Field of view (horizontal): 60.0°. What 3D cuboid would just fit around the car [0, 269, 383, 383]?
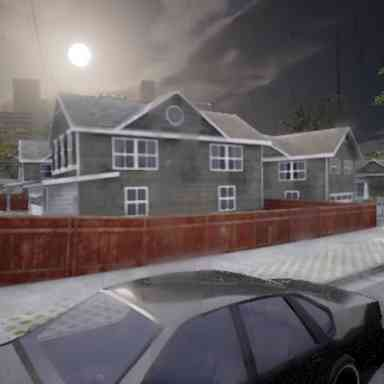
[{"bbox_3d":[-0.136,1.554,3.045,5.357,1.411,2.033,0,0,-38],"label":"car"}]
